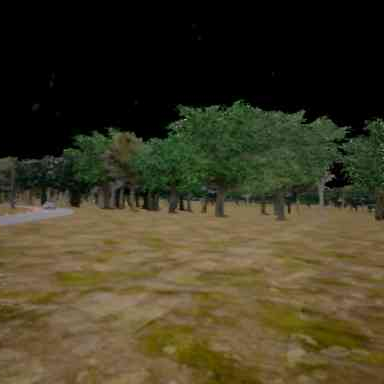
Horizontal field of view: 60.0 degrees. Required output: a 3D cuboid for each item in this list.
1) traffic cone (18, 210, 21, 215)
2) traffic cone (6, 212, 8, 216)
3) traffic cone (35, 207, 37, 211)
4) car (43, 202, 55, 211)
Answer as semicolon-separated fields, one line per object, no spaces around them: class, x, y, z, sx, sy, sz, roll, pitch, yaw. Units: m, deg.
traffic cone;-24.023;2.840;46.274;0.340;0.580;0.340;1;-2;-12
traffic cone;-23.121;2.714;41.501;0.340;0.580;0.340;1;-2;-9
traffic cone;-26.565;3.083;55.646;0.340;0.580;0.340;1;-2;-18
car;-28.273;2.745;65.785;2.097;1.767;4.553;1;-2;-24
